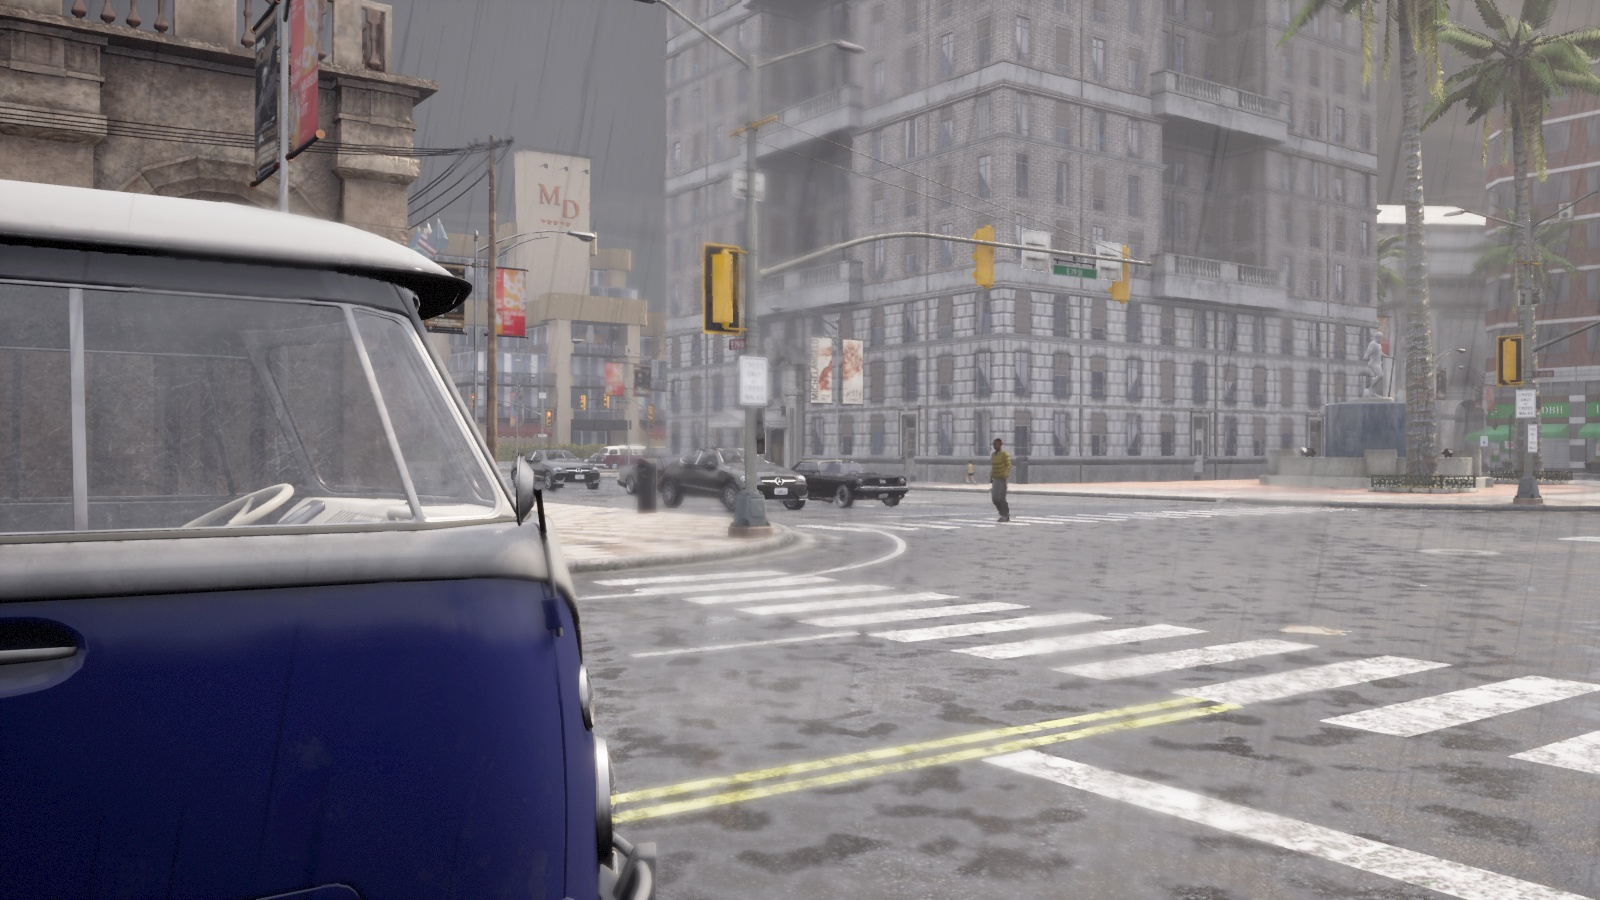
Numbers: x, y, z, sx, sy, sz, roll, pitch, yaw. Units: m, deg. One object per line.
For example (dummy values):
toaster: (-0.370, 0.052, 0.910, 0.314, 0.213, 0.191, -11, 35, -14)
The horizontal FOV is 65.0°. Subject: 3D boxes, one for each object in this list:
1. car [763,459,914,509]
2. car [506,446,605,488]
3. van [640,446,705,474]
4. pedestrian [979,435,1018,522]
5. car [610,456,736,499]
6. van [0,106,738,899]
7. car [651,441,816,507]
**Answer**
car: (1.007, 0.931, 35.994, 1.895, 1.301, 4.718, 0, 0, -35)
car: (-10.185, 0.672, 51.933, 2.152, 1.651, 5.027, 0, 0, -35)
van: (-9.373, 0.744, 92.422, 4.442, 1.987, 1.775, 0, 0, -36)
pedestrian: (4.258, 0.604, 26.894, 0.709, 1.840, 0.431, 0, 0, -34)
car: (-4.522, 0.909, 43.887, 2.033, 1.411, 5.357, 0, 0, -35)
van: (-2.452, 0.508, 1.947, 4.442, 1.987, 1.775, 0, 0, -35)
car: (-1.901, 0.611, 34.016, 2.152, 1.651, 5.027, 0, 0, -35)
